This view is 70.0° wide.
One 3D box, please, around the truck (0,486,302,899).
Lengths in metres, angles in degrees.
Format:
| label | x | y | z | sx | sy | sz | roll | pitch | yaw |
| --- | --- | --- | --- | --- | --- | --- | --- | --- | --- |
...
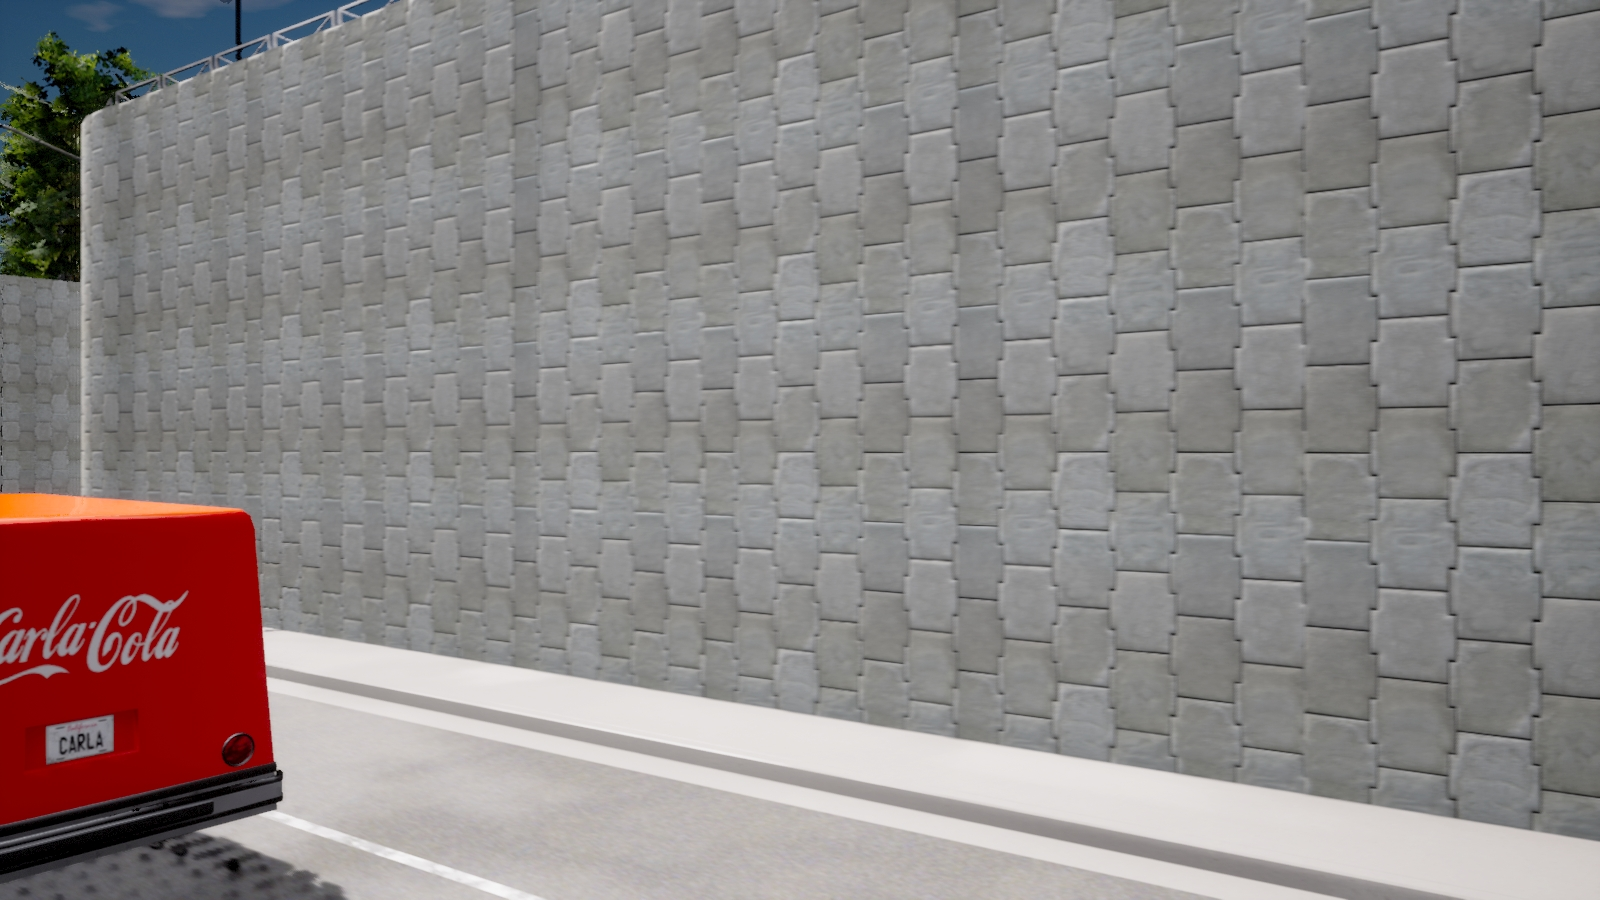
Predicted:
| label | x | y | z | sx | sy | sz | roll | pitch | yaw |
| --- | --- | --- | --- | --- | --- | --- | --- | --- | --- |
| truck | -6.208 | 1.568 | 8.096 | 5.204 | 2.467 | 2.627 | 0 | 0 | 36 |
